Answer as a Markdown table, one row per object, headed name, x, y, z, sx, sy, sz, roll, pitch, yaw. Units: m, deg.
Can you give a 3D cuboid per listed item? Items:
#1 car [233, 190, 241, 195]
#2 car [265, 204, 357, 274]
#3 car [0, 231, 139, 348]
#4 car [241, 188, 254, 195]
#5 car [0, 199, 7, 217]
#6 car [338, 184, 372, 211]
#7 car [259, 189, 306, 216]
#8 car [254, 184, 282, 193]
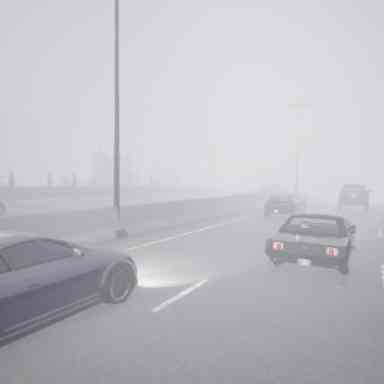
| name | x | y | z | sx | sy | sz | roll | pitch | yaw |
| --- | --- | --- | --- | --- | --- | --- | --- | --- | --- |
| car | 8.274 | 0.322 | 54.808 | 1.994 | 1.385 | 4.181 | 2 | -2 | 29 |
| car | 3.678 | 1.283 | 9.641 | 1.895 | 1.301 | 4.718 | 2 | 2 | 29 |
| car | -2.720 | 1.314 | 5.278 | 1.994 | 1.385 | 4.181 | 2 | 2 | 29 |
| car | 9.485 | 0.193 | 49.741 | 1.882 | 1.535 | 5.008 | 2 | -1 | 29 |
| car | -12.148 | 0.717 | 17.565 | 1.994 | 1.385 | 4.181 | 2 | 2 | 29 |
| car | 13.431 | 0.384 | 27.436 | 2.150 | 2.045 | 5.566 | 2 | 2 | 29 |
| car | 6.011 | 0.791 | 21.182 | 1.837 | 1.490 | 4.892 | 2 | 2 | 29 |
| car | 10.519 | -0.059 | 44.352 | 2.150 | 2.045 | 5.566 | 2 | 0 | 29 |
